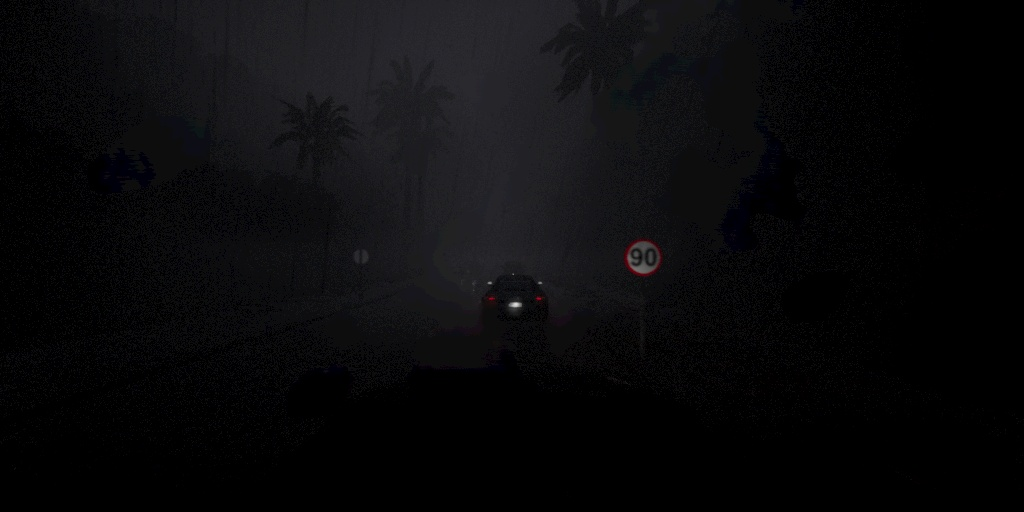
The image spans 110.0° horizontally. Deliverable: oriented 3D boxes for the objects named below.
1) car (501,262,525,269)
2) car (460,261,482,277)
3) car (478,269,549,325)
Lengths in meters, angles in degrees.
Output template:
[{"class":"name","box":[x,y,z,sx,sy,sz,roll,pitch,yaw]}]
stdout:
[{"class":"car","box":[0.102,1.253,32.244,1.837,1.490,4.892,0,0,0]},{"class":"car","box":[-4.090,1.240,36.122,2.128,1.511,4.902,0,0,0]},{"class":"car","box":[0.102,1.313,11.858,1.994,1.385,4.181,0,0,0]}]
